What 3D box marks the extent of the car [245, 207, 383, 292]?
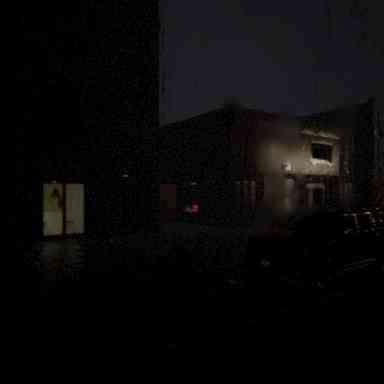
[{"bbox_3d":[3.757,1.367,9.247,5.009,1.841,2.192,0,-1,-36],"label":"car"}]
